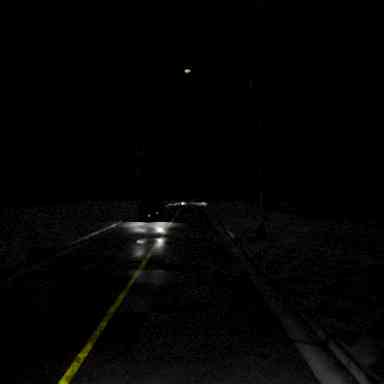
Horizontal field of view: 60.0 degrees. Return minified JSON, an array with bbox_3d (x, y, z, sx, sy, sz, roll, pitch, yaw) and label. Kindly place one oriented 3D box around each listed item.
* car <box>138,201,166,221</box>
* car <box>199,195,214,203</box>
[{"bbox_3d":[-3.100,1.468,26.495,1.837,1.490,4.892,0,0,0],"label":"car"},{"bbox_3d":[2.912,1.454,67.264,2.128,1.511,4.902,0,0,24],"label":"car"}]
